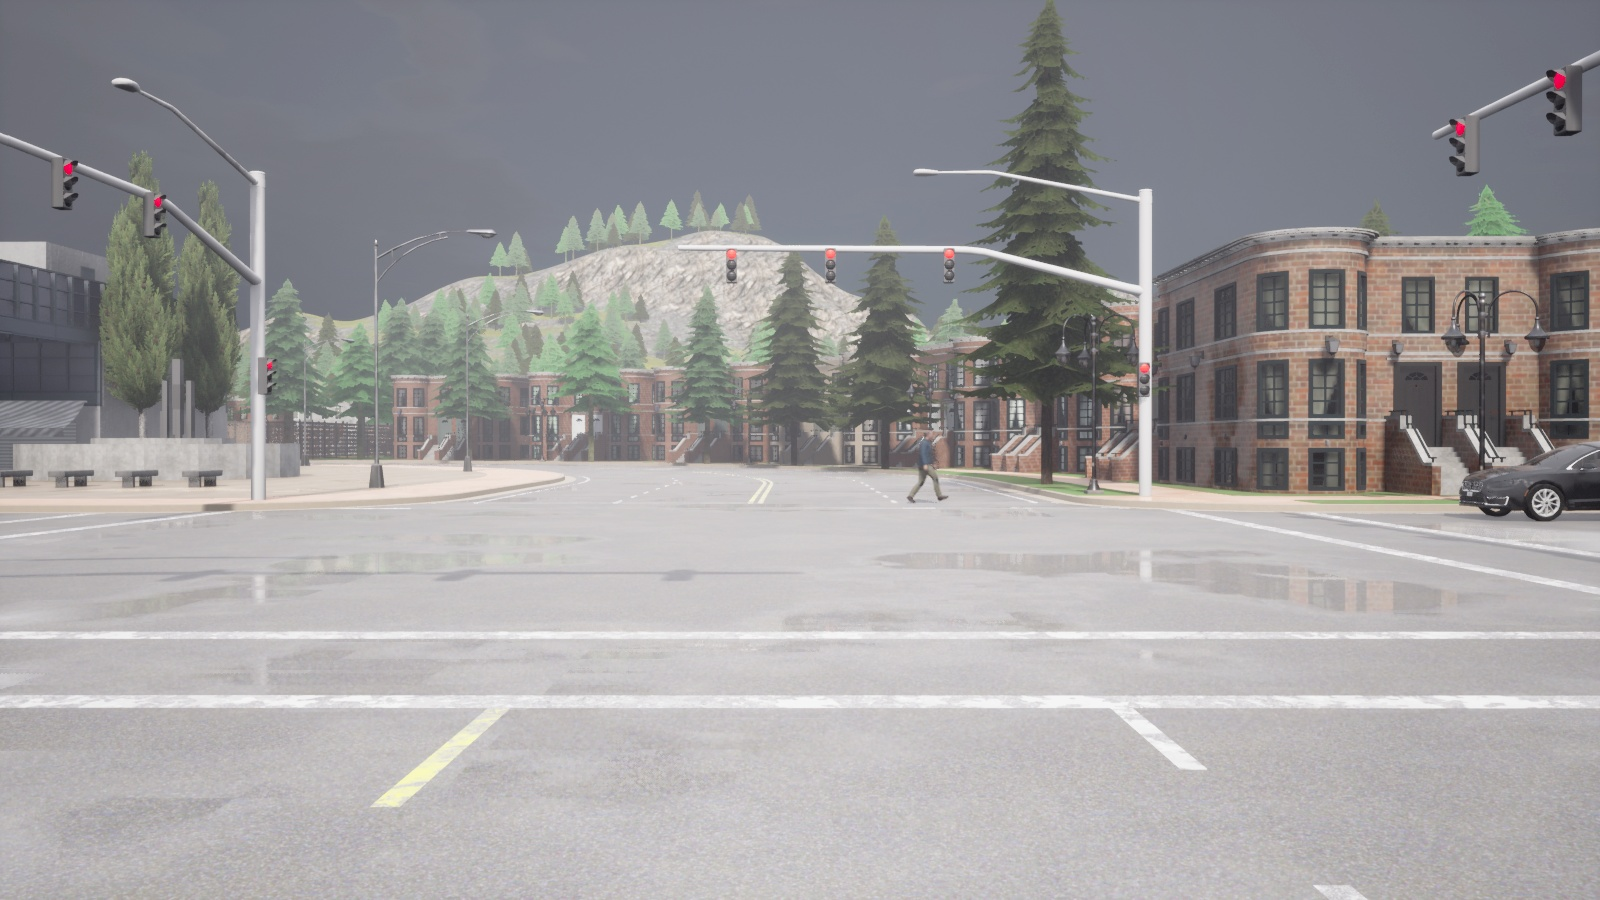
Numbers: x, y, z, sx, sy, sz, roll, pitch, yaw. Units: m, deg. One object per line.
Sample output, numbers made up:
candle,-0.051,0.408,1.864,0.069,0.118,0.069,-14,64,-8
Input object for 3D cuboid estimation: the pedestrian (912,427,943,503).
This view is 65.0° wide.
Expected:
pedestrian,3.109,0.365,30.603,0.726,1.842,0.402,0,0,2

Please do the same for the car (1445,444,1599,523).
car,15.464,0.626,24.434,4.892,1.490,1.837,0,0,0
